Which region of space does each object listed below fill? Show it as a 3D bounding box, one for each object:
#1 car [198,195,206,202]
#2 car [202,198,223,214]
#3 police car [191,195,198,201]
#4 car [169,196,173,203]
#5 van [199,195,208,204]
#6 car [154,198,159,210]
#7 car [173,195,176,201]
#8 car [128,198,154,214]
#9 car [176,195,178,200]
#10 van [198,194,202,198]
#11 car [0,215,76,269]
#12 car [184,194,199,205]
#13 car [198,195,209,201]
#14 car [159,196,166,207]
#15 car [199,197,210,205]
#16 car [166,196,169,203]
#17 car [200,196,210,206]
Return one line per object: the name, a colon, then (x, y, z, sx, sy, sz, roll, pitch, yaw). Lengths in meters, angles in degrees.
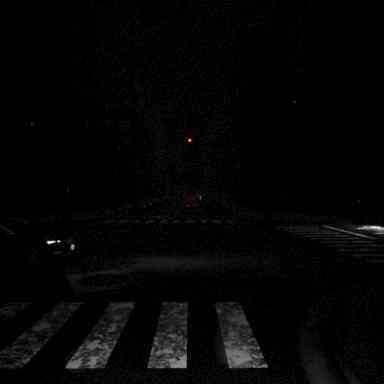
car: (2.447, 1.599, 85.650, 1.967, 1.590, 4.097, 0, 0, 0)
car: (2.357, 1.606, 36.053, 1.947, 1.339, 4.313, 0, 0, 0)
police car: (0.644, 1.597, 90.134, 1.930, 1.638, 5.238, 0, 0, 0)
car: (-5.608, 1.551, 69.133, 1.967, 1.590, 4.097, 0, 0, 0)
van: (2.417, 1.452, 69.118, 1.690, 1.788, 3.998, 0, 0, 0)
car: (-5.658, 1.489, 41.579, 1.967, 1.590, 4.097, 0, 0, 0)
car: (-5.588, 1.693, 80.154, 2.008, 1.369, 4.403, 0, 0, 0)
car: (-5.668, 1.480, 36.068, 1.967, 1.590, 4.097, 0, 0, 0)
car: (-5.567, 1.719, 91.176, 1.887, 1.381, 4.507, 0, 0, 0)
van: (2.397, 1.423, 58.097, 1.690, 1.788, 3.998, 0, 0, 0)
car: (-6.251, 1.503, 10.548, 4.902, 1.511, 2.128, 0, 0, 0)
car: (-0.131, 1.573, 63.308, 1.882, 1.535, 5.008, 0, 0, 0)
car: (2.387, 1.636, 52.586, 1.947, 1.339, 4.313, 0, 0, 0)
car: (-5.638, 1.652, 52.600, 1.802, 1.307, 4.206, 0, 0, 0)
car: (2.407, 1.647, 63.607, 2.008, 1.369, 4.403, 0, 0, 0)
car: (-5.628, 1.633, 58.111, 2.008, 1.369, 4.403, 0, 0, 0)
car: (2.377, 1.641, 47.075, 1.802, 1.307, 4.206, 0, 0, 0)
